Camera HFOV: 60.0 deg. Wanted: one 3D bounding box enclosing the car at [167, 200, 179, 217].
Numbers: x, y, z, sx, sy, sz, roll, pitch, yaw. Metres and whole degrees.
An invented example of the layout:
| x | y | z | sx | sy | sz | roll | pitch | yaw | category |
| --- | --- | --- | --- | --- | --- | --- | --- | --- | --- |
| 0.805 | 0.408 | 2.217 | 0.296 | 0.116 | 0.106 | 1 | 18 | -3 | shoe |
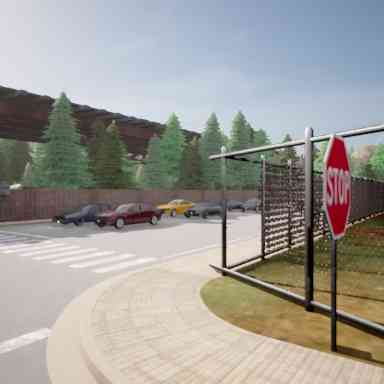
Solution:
| x | y | z | sx | sy | sz | roll | pitch | yaw | category |
| --- | --- | --- | --- | --- | --- | --- | --- | --- | --- |
| -1.395 | 1.484 | 31.745 | 1.882 | 1.535 | 5.008 | 0 | 0 | 36 | car |

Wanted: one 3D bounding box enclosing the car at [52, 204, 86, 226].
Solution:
| x | y | z | sx | sy | sz | roll | pitch | yaw | category |
| --- | --- | --- | --- | --- | --- | --- | --- | --- | --- |
| -7.146 | 1.554 | 23.823 | 2.033 | 1.411 | 5.357 | 0 | 0 | 36 | car |

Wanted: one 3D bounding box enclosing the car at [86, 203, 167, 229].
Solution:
| x | y | z | sx | sy | sz | roll | pitch | yaw | category |
| --- | --- | --- | --- | --- | --- | --- | --- | --- | --- |
| -4.145 | 1.483 | 22.000 | 1.882 | 1.535 | 5.008 | 0 | 0 | 36 | car |

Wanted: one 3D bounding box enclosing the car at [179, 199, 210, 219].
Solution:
| x | y | z | sx | sy | sz | roll | pitch | yaw | category |
| --- | --- | --- | --- | --- | --- | --- | --- | --- | --- |
| 1.137 | 1.569 | 29.274 | 1.994 | 1.385 | 4.181 | 0 | 0 | 36 | car |
